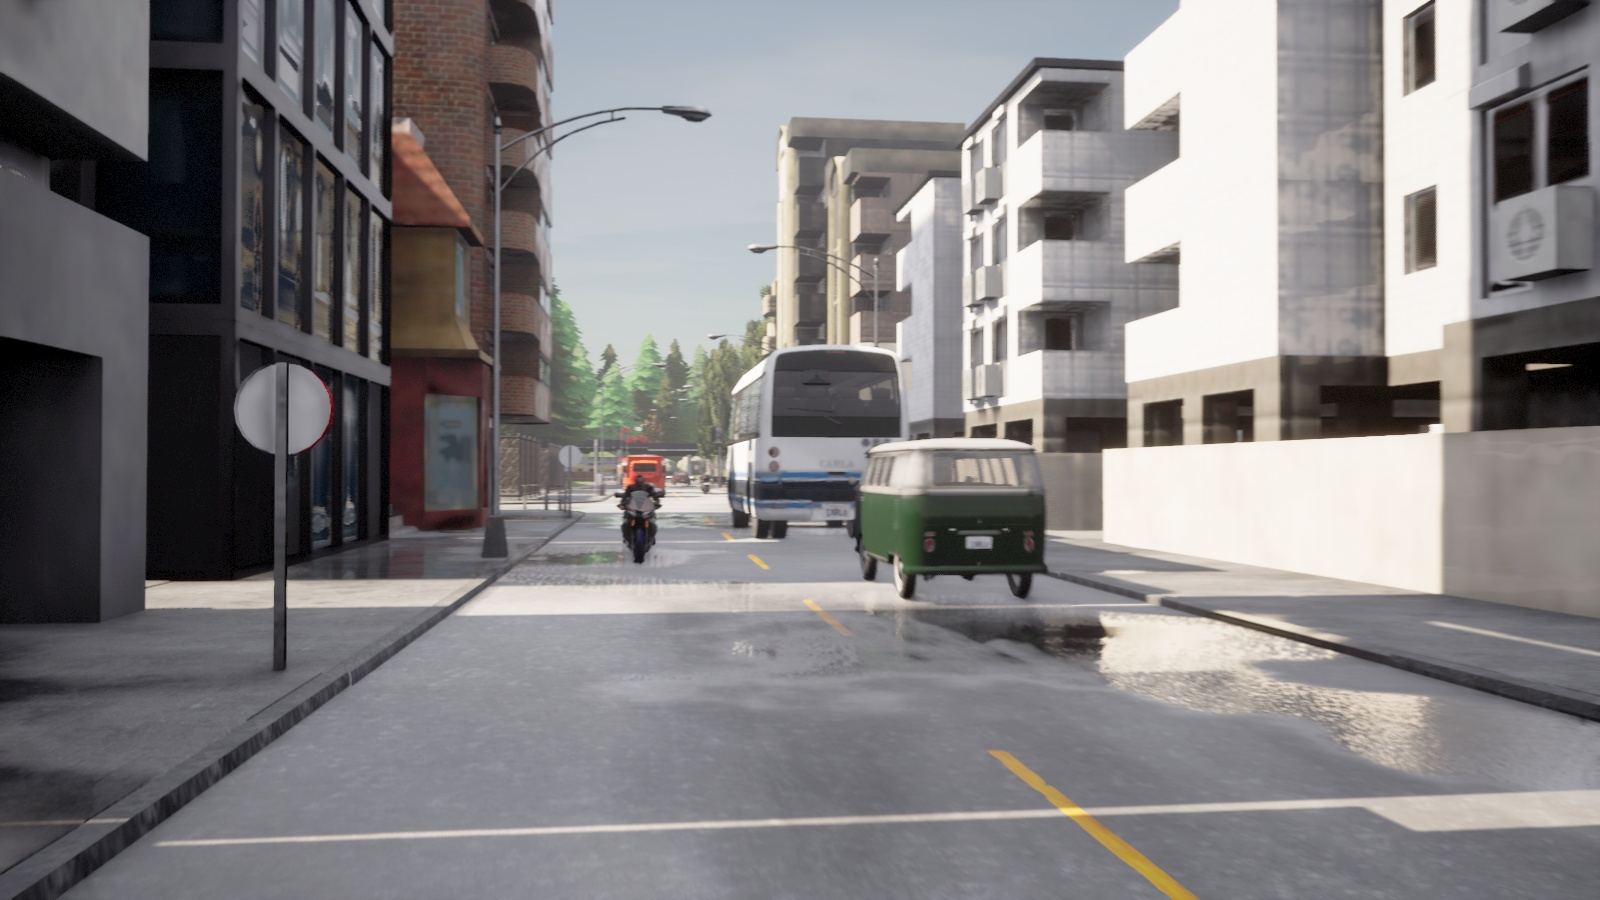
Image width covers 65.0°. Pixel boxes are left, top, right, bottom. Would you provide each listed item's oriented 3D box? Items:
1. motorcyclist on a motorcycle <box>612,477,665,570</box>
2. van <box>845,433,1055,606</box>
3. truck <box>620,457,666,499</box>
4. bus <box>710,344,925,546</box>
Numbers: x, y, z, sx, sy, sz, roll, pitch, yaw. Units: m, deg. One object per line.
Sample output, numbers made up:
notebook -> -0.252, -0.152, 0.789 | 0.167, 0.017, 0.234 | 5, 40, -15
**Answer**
motorcyclist on a motorcycle -> -2.808, 1.235, 21.833 | 0.866, 1.530, 2.191 | 0, -1, -7
van -> 1.833, 0.840, 16.850 | 1.775, 1.987, 4.442 | 0, -1, -7
truck -> -9.477, 1.662, 75.885 | 2.627, 2.467, 5.204 | 0, -1, -7
bus -> 0.022, -0.027, 31.766 | 3.944, 4.253, 10.273 | 0, -1, -8
